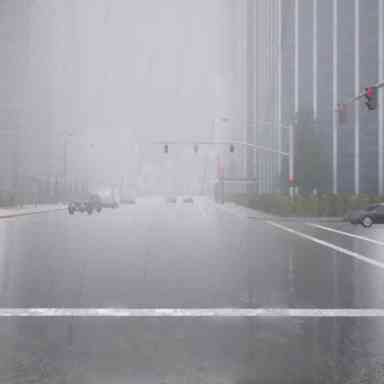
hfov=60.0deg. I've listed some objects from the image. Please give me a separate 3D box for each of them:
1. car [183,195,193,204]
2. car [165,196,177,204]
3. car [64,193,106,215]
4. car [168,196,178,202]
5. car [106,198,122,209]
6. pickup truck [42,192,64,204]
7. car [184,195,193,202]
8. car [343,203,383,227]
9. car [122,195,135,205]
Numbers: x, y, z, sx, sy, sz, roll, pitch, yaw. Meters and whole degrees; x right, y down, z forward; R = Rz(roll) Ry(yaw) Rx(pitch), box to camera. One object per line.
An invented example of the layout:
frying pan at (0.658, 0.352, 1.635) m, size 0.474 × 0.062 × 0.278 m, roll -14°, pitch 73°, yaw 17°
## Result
car at (-0.743, 1.526, 65.316) m, size 1.812 × 1.442 × 4.674 m, roll 0°, pitch 0°, yaw 0°
car at (-4.140, 1.601, 64.977) m, size 1.895 × 1.301 × 4.718 m, roll 0°, pitch 0°, yaw 0°
car at (-11.085, 1.221, 34.864) m, size 2.150 × 2.045 × 5.566 m, roll 0°, pitch 0°, yaw -1°
car at (-4.324, 1.540, 75.238) m, size 2.033 × 1.411 × 5.357 m, roll 0°, pitch 0°, yaw 0°
car at (-11.171, 1.564, 44.907) m, size 1.994 × 1.385 × 4.181 m, roll 0°, pitch 0°, yaw 0°
pickup truck at (-24.321, 1.059, 60.016) m, size 2.390 × 2.098 × 6.274 m, roll 0°, pitch 0°, yaw 30°
car at (-0.828, 1.387, 75.567) m, size 1.882 × 1.535 × 5.008 m, roll 0°, pitch 0°, yaw 0°
car at (12.634, 1.505, 22.053) m, size 4.892 × 1.490 × 1.837 m, roll 0°, pitch 0°, yaw 0°
car at (-11.257, 1.353, 58.269) m, size 2.097 × 1.767 × 4.553 m, roll 0°, pitch 0°, yaw 0°
